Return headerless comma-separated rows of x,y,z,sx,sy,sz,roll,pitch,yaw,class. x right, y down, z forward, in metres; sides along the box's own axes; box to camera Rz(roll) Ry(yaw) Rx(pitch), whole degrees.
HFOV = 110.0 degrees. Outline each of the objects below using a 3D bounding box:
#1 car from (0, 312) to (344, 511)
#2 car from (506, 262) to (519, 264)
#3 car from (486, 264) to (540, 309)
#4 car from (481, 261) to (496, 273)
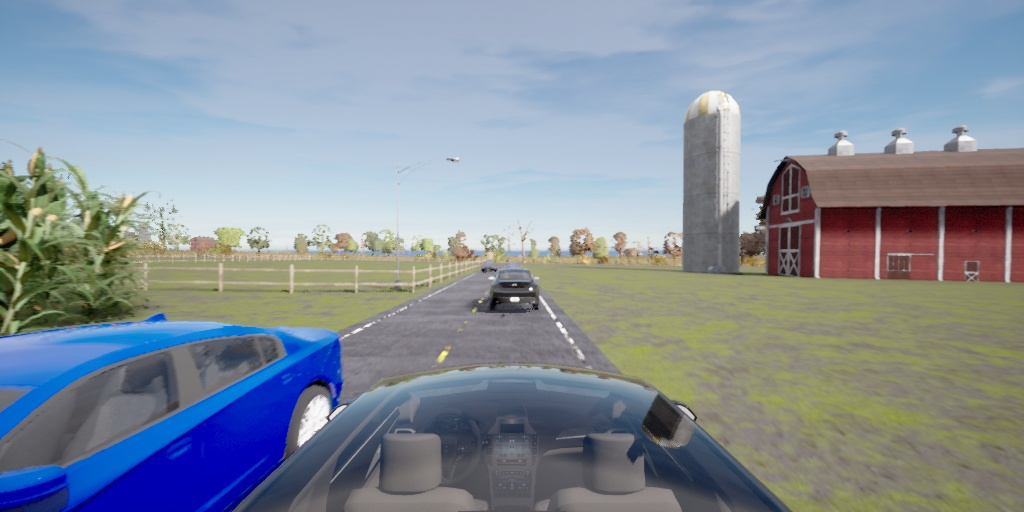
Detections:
-2.852,1.228,2.059,1.882,1.535,5.008,0,0,0,car
0.093,1.305,35.974,2.033,1.411,5.357,0,0,0,car
0.096,1.254,14.836,1.837,1.490,4.892,0,0,0,car
-2.843,1.311,45.320,2.033,1.411,5.357,0,0,0,car
